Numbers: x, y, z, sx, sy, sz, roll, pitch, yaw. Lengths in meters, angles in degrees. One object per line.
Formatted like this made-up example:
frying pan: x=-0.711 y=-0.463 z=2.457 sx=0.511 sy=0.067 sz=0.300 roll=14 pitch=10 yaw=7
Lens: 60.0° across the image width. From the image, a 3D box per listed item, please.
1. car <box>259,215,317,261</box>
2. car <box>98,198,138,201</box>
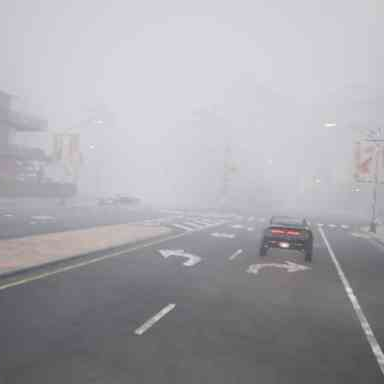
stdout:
car: x=3.929 y=1.737 z=13.581 sx=1.837 sy=1.490 sz=4.892 roll=4 pitch=-3 yaw=19
car: x=-6.439 y=0.734 z=29.487 sx=1.895 sy=1.301 sz=4.718 roll=4 pitch=0 yaw=19
